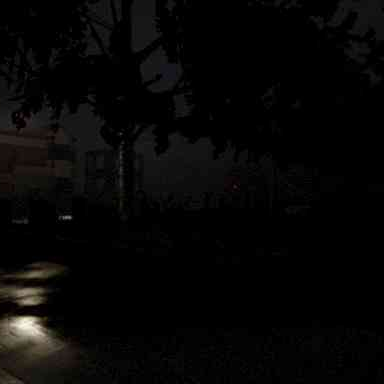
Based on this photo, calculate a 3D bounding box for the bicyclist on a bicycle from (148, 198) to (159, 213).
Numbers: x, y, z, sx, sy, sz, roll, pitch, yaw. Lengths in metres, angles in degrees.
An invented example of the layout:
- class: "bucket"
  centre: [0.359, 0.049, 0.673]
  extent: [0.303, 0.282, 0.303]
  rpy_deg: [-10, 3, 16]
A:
- class: "bicyclist on a bicycle"
  centre: [-2.961, 1.241, 24.576]
  extent: [1.656, 1.620, 0.582]
  rpy_deg: [0, 0, 35]

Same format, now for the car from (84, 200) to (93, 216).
- class: "car"
  centre: [-8.914, 1.400, 30.672]
  extent: [1.994, 1.385, 4.181]
  rpy_deg: [0, 0, 36]
